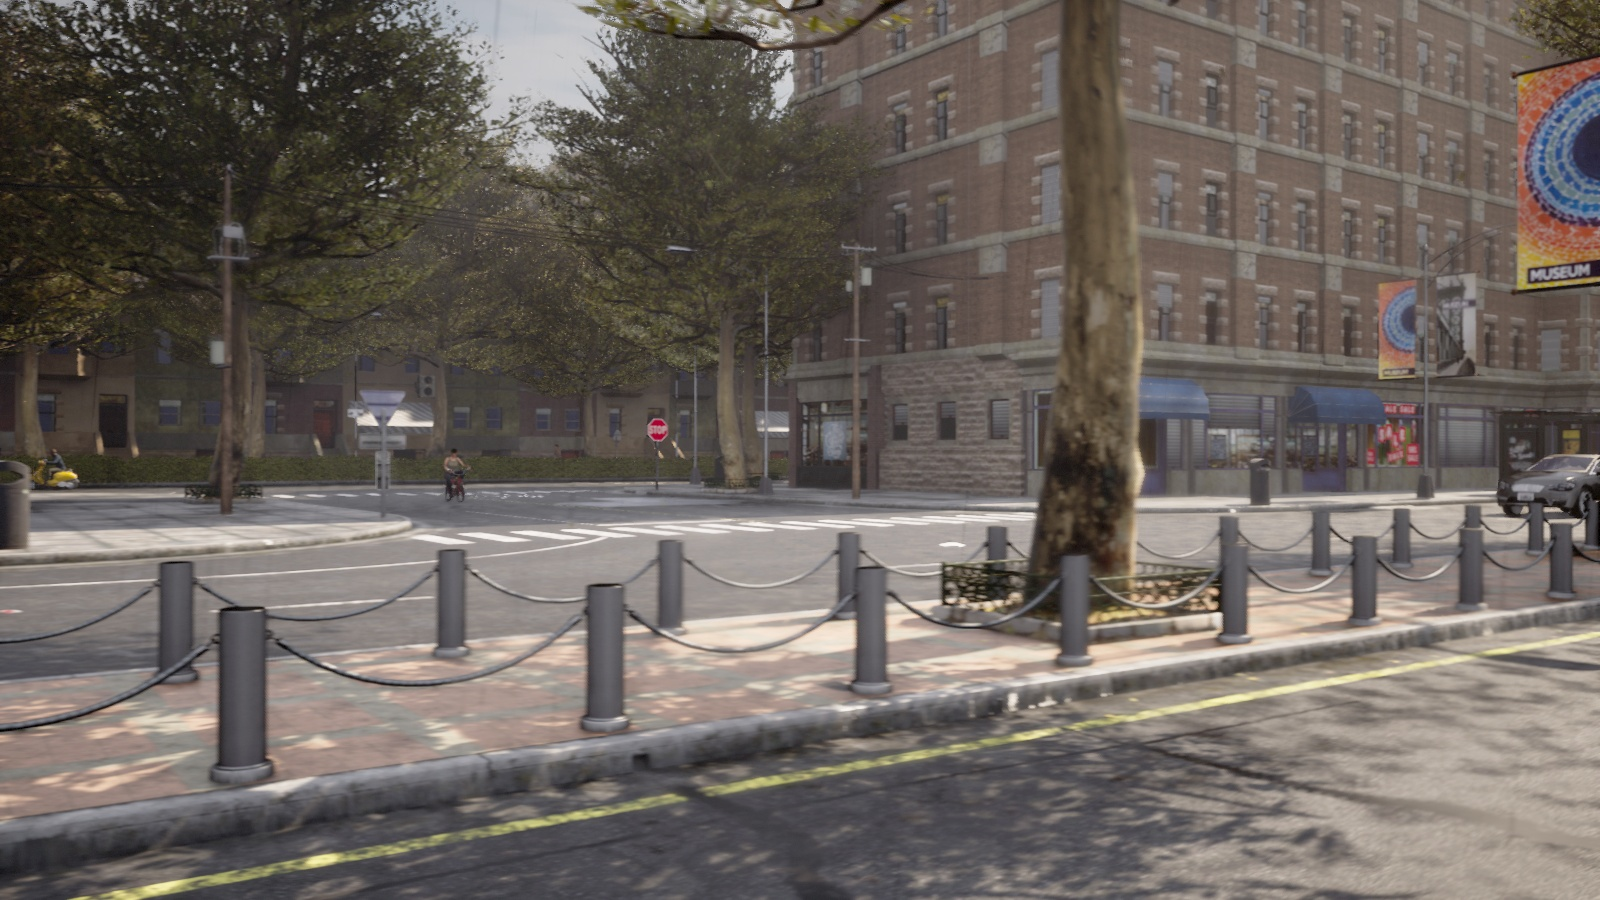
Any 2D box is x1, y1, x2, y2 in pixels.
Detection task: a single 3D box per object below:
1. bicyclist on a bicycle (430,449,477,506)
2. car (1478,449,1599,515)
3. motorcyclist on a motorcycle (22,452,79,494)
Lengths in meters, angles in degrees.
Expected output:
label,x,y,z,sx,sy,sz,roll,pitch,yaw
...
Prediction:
label,x,y,z,sx,sy,sz,roll,pitch,yaw
bicyclist on a bicycle,-10.233,0.794,37.088,0.866,1.612,1.509,0,1,-36
car,19.060,0.735,30.964,4.902,1.511,2.128,0,0,-34
motorcyclist on a motorcycle,-28.774,0.878,48.200,1.817,1.590,0.866,0,0,-35
